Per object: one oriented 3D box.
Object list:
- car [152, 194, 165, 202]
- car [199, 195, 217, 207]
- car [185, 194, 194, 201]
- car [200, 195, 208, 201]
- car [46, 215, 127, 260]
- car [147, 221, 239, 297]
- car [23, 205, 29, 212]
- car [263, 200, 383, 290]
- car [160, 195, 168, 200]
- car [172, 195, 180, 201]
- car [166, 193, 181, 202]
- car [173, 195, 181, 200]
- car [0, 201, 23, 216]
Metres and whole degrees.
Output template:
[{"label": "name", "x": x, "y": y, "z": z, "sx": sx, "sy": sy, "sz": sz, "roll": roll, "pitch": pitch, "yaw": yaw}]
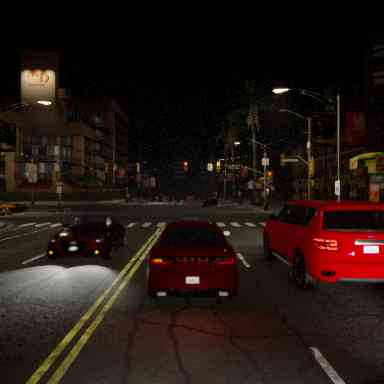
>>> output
[{"label": "car", "x": -7.472, "y": 1.552, "z": 72.205, "sx": 1.994, "sy": 1.385, "sz": 4.181, "roll": 0, "pitch": 0, "yaw": 0}, {"label": "car", "x": 2.829, "y": 1.491, "z": 51.501, "sx": 2.128, "sy": 1.511, "sz": 4.902, "roll": 0, "pitch": 0, "yaw": 9}, {"label": "car", "x": -0.533, "y": 1.355, "z": 81.366, "sx": 2.097, "sy": 1.767, "sz": 4.553, "roll": 0, "pitch": 0, "yaw": 0}, {"label": "car", "x": 2.957, "y": 1.524, "z": 82.945, "sx": 1.812, "sy": 1.442, "sz": 4.674, "roll": 0, "pitch": 0, "yaw": 0}, {"label": "car", "x": -3.699, "y": 1.564, "z": 12.312, "sx": 1.994, "sy": 1.385, "sz": 4.181, "roll": 0, "pitch": 0, "yaw": -1}, {"label": "car", "x": 0.014, "y": 1.478, "z": 8.621, "sx": 1.882, "sy": 1.535, "sz": 5.008, "roll": 0, "pitch": 0, "yaw": 0}, {"label": "car", "x": -20.153, "y": 1.601, "z": 35.559, "sx": 4.718, "sy": 1.301, "sz": 1.895, "roll": 0, "pitch": 0, "yaw": -1}, {"label": "car", "x": 3.511, "y": 1.221, "z": 9.197, "sx": 2.150, "sy": 2.045, "sz": 5.566, "roll": 0, "pitch": 0, "yaw": 0}, {"label": "car", "x": -7.595, "y": 1.500, "z": 90.642, "sx": 1.837, "sy": 1.490, "sz": 4.892, "roll": 0, "pitch": 0, "yaw": 0}, {"label": "car", "x": -4.042, "y": 1.524, "z": 82.700, "sx": 1.812, "sy": 1.442, "sz": 4.674, "roll": 0, "pitch": 0, "yaw": 0}, {"label": "car", "x": -3.977, "y": 1.225, "z": 72.984, "sx": 2.150, "sy": 2.045, "sz": 5.566, "roll": 0, "pitch": 0, "yaw": 0}, {"label": "car", "x": -4.111, "y": 1.552, "z": 92.503, "sx": 1.994, "sy": 1.385, "sz": 4.181, "roll": 0, "pitch": 0, "yaw": 0}, {"label": "car", "x": -19.478, "y": 1.475, "z": 31.970, "sx": 5.008, "sy": 1.535, "sz": 1.882, "roll": 0, "pitch": 0, "yaw": 2}]
